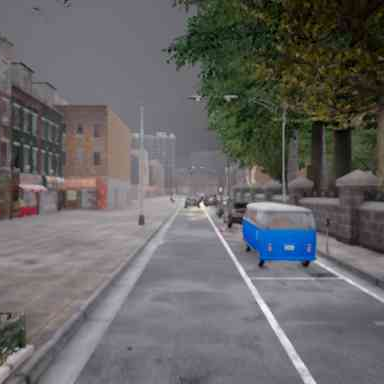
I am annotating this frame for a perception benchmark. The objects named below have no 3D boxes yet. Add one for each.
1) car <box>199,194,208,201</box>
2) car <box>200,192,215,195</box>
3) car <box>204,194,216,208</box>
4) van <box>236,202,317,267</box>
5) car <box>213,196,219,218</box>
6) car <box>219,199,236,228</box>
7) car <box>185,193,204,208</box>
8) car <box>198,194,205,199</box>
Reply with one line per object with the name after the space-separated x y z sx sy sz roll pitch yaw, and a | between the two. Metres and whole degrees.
2.663 1.182 75.476 1.887 1.381 4.507 1 0 0 | car
2.660 1.045 49.045 2.192 1.841 5.009 1 0 0 | car
2.656 1.336 43.597 1.802 1.307 4.206 1 0 0 | car
2.653 1.271 10.899 1.690 1.788 3.998 1 0 0 | van
3.030 1.355 28.178 1.812 1.442 4.674 0 0 0 | car
3.025 1.373 21.177 1.837 1.490 4.892 0 0 0 | car
0.061 1.250 42.715 2.128 1.511 4.902 0 0 1 | car
2.666 1.142 91.788 1.887 1.381 4.507 0 0 0 | car
